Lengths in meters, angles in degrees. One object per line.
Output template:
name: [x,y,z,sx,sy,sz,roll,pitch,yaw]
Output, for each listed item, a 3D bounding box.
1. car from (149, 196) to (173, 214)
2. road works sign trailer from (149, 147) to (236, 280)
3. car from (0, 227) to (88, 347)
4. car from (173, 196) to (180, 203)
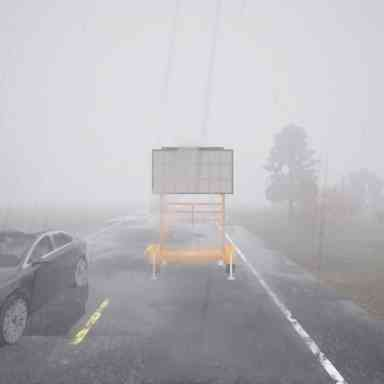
car: [-3.431,1.492,35.965,1.882,1.535,5.008,0,0,0]
road works sign trailer: [0.019,0.465,9.955,2.380,3.560,2.880,0,0,0]
car: [-3.488,1.492,6.375,2.128,1.511,4.902,0,0,0]
car: [-3.373,1.537,66.328,2.128,1.511,4.902,0,0,0]
